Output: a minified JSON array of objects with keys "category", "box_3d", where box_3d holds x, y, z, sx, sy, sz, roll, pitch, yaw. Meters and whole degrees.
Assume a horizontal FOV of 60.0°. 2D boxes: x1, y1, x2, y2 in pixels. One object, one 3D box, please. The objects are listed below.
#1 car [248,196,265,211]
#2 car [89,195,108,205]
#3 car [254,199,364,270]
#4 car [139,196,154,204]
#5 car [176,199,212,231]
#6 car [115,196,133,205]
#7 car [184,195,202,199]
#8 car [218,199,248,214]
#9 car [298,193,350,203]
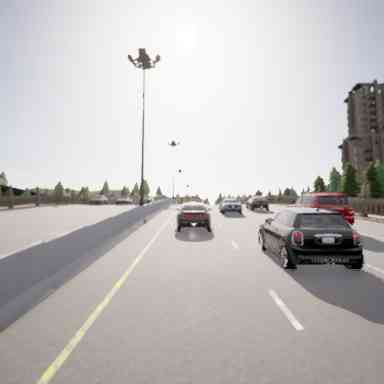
[{"category":"car","box_3d":[7.107,1.249,36.393,1.837,1.490,4.892,0,0,0]},{"category":"car","box_3d":[-14.007,1.256,50.003,1.837,1.490,4.892,0,-2,0]},{"category":"car","box_3d":[3.602,1.285,10.899,2.097,1.767,4.553,0,0,0]},{"category":"car","box_3d":[-6.991,1.291,51.733,2.128,1.511,4.902,0,-2,0]},{"category":"car","box_3d":[0.103,1.374,19.431,1.837,1.490,4.892,0,0,0]},{"category":"car","box_3d":[-10.491,1.341,51.760,2.033,1.411,5.357,0,-1,0]},{"category":"car","box_3d":[0.106,1.098,36.108,2.097,1.767,4.553,0,0,0]},{"category":"car","box_3d":[3.606,1.327,31.596,2.033,1.411,5.357,0,0,0]},{"category":"car","box_3d":[7.104,1.092,18.938,2.150,2.045,5.566,0,0,0]}]
